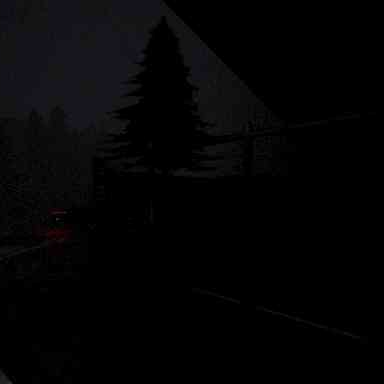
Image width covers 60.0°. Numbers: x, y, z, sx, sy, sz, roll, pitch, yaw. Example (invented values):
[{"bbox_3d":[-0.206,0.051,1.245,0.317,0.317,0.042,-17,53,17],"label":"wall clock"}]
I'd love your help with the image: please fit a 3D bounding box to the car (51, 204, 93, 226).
[{"bbox_3d":[-8.020,1.590,24.454,2.128,1.511,4.902,-1,0,24],"label":"car"}]
